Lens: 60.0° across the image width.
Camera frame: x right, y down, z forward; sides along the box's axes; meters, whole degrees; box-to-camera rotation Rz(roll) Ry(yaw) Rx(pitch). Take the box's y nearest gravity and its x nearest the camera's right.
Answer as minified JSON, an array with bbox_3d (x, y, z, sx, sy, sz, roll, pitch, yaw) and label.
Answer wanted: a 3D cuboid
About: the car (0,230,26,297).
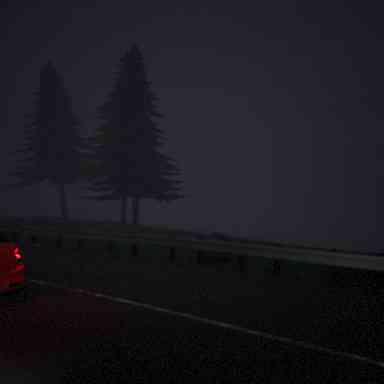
[{"bbox_3d":[-5.730,1.329,7.133,4.553,1.767,2.097,0,0,30],"label":"car"}]
